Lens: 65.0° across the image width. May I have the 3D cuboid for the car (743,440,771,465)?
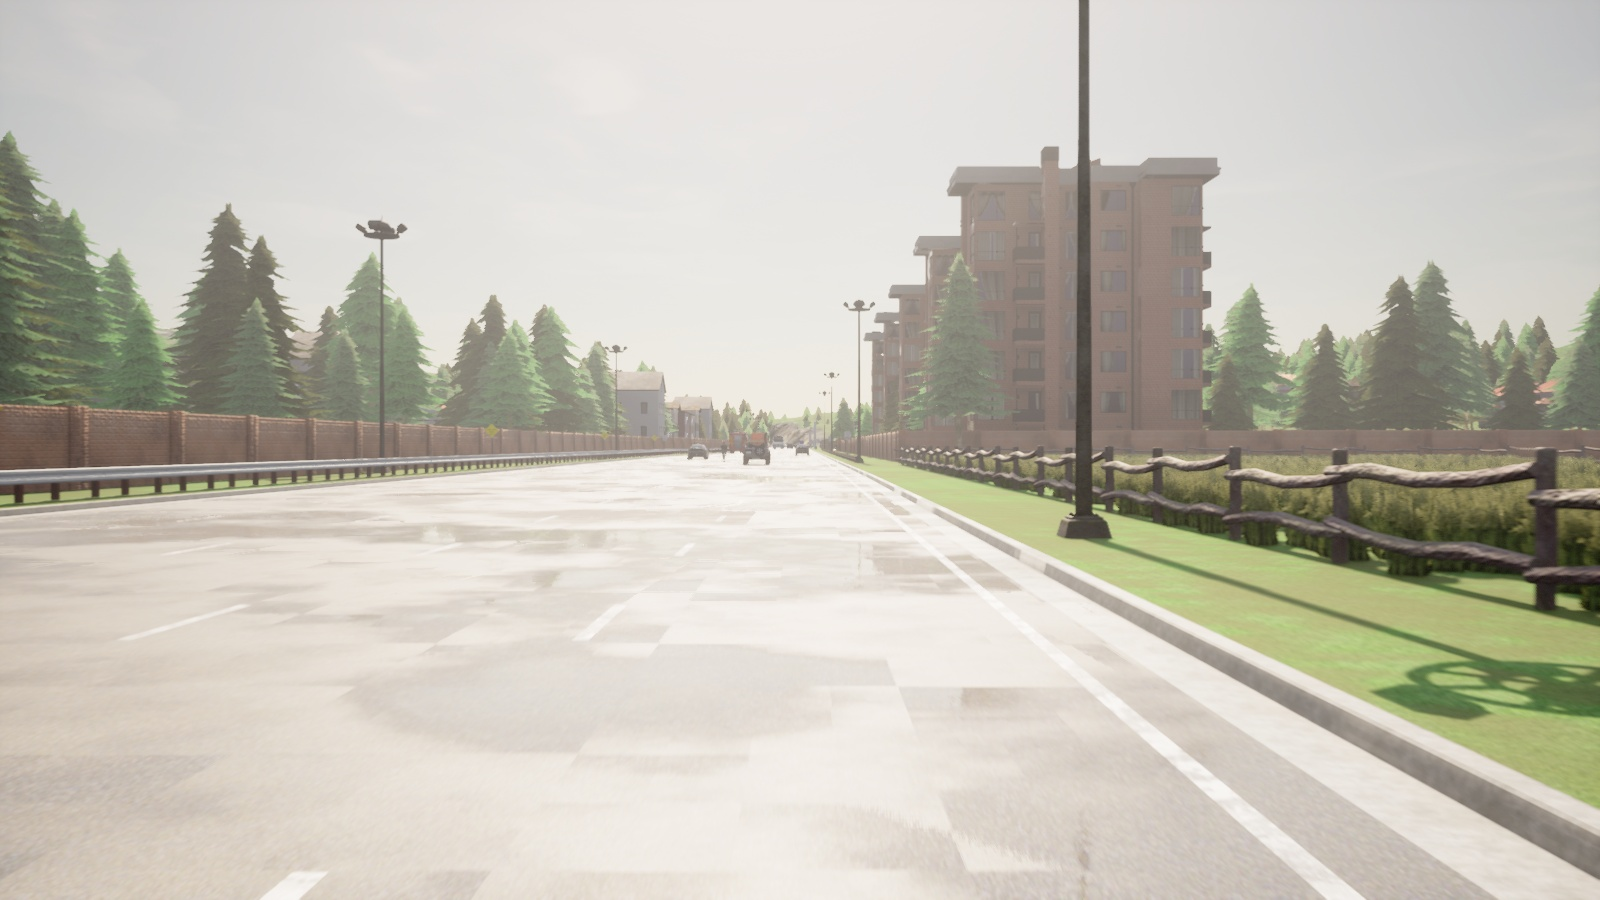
[{"bbox_3d":[-3.179,0.161,92.924,1.932,1.855,4.605,0,0,0],"label":"car"}]
